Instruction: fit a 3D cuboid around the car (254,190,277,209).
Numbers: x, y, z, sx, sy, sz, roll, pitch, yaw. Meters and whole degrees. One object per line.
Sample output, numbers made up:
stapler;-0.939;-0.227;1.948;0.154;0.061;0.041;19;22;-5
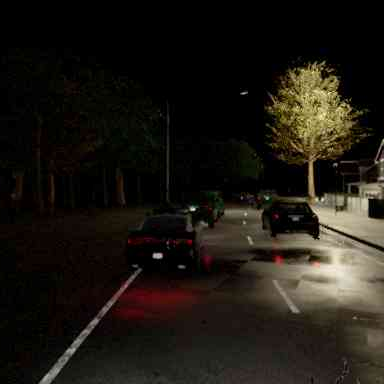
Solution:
car;8.400;0.789;36.604;2.150;2.045;5.566;0;0;15

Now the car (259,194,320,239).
car;4.688;1.162;16.349;2.097;1.767;4.553;0;1;6

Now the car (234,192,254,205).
car;7.292;0.823;45.988;2.097;1.767;4.553;0;1;19

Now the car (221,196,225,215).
car;1.338;0.922;26.310;2.150;2.045;5.566;0;1;10

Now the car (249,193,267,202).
car;11.725;0.867;58.426;2.128;1.511;4.902;0;0;23

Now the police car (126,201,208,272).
police car;-0.639;1.302;10.596;1.930;1.638;5.238;0;1;4

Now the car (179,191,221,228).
car;0.405;0.989;20.411;2.150;2.045;5.566;0;1;8
